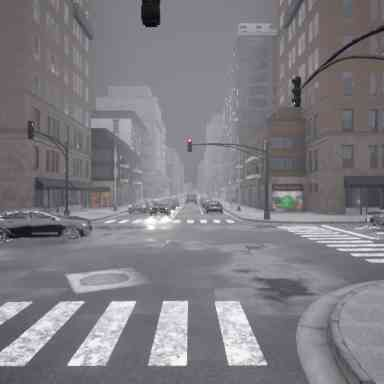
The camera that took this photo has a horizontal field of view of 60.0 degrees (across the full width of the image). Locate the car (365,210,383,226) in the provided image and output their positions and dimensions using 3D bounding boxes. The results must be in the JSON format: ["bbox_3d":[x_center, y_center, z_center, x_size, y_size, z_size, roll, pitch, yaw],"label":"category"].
[{"bbox_3d":[13.382,1.442,20.628,4.902,1.511,2.128,0,0,0],"label":"car"}]

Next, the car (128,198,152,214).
[{"bbox_3d":[-5.665,1.480,36.132,1.967,1.590,4.097,0,0,0],"label":"car"}]

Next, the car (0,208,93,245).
[{"bbox_3d":[-7.153,1.514,15.338,4.902,1.511,2.128,0,0,-19],"label":"car"}]

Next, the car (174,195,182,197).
[{"bbox_3d":[-3.085,1.636,53.432,1.994,1.385,4.181,0,0,0],"label":"car"}]

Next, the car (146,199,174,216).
[{"bbox_3d":[-3.133,1.637,33.495,1.895,1.301,4.718,0,0,0],"label":"car"}]

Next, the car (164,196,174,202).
[{"bbox_3d":[-5.583,1.694,80.218,2.008,1.369,4.403,0,0,0],"label":"car"}]

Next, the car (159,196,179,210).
[{"bbox_3d":[-3.110,1.617,43.473,1.994,1.385,4.181,0,0,1],"label":"car"}]

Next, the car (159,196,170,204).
[{"bbox_3d":[-5.604,1.552,69.197,1.967,1.590,4.097,0,0,0],"label":"car"}]

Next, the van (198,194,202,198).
[{"bbox_3d":[2.401,1.424,58.161,1.690,1.788,3.998,0,0,0],"label":"van"}]

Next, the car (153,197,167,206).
[{"bbox_3d":[-5.624,1.634,58.175,2.008,1.369,4.403,0,0,0],"label":"car"}]

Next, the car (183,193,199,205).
[{"bbox_3d":[-0.124,1.317,63.312,2.150,2.045,5.566,0,0,0],"label":"car"}]

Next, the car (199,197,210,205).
[{"bbox_3d":[2.411,1.647,63.671,2.008,1.369,4.403,0,0,0],"label":"car"}]

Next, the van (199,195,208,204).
[{"bbox_3d":[2.421,1.453,69.182,1.690,1.788,3.998,0,0,0],"label":"van"}]

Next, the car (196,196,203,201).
[{"bbox_3d":[2.050,1.698,90.086,1.812,1.442,4.674,0,0,0],"label":"car"}]

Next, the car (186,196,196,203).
[{"bbox_3d":[-0.200,1.678,73.680,1.994,1.385,4.181,0,0,0],"label":"car"}]

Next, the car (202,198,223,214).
[{"bbox_3d":[2.360,1.606,36.117,1.947,1.339,4.313,0,0,0],"label":"car"}]

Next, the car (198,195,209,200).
[{"bbox_3d":[2.390,1.637,52.650,1.947,1.339,4.313,0,0,0],"label":"car"}]

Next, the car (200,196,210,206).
[{"bbox_3d":[2.380,1.641,47.139,1.802,1.307,4.206,0,0,0],"label":"car"}]

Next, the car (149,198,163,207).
[{"bbox_3d":[-5.634,1.653,52.664,1.802,1.307,4.206,0,0,0],"label":"car"}]
